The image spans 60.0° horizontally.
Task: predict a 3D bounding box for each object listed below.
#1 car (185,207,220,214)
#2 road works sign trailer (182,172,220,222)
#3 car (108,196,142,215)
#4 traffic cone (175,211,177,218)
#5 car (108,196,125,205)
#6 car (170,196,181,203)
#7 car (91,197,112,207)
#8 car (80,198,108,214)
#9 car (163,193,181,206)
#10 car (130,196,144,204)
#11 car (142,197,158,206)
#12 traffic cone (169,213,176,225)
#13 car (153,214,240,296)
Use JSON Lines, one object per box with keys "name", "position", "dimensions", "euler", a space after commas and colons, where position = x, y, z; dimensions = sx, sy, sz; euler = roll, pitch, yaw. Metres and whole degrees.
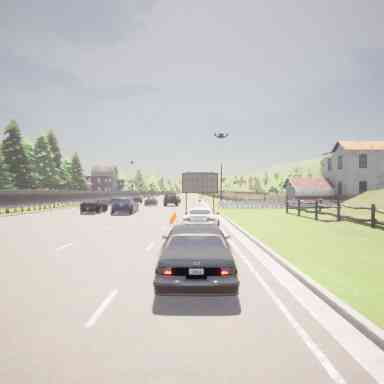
{"name": "car", "position": [0.537, 1.538, 18.438], "dimensions": [1.812, 1.442, 4.674], "euler": [0, -1, 6]}
{"name": "road works sign trailer", "position": [0.514, 0.464, 22.052], "dimensions": [2.380, 3.560, 2.880], "euler": [0, 0, -4]}
{"name": "car", "position": [-6.858, 1.353, 34.396], "dimensions": [2.097, 1.767, 4.553], "euler": [0, 0, 0]}
{"name": "traffic cone", "position": [-1.456, 1.955, 25.139], "dimensions": [0.340, 0.580, 0.340], "euler": [0, 0, 0]}
{"name": "car", "position": [-13.824, 1.478, 61.122], "dimensions": [1.882, 1.535, 5.008], "euler": [0, 0, 0]}
{"name": "car", "position": [-3.315, 1.564, 68.534], "dimensions": [1.994, 1.385, 4.181], "euler": [0, 0, 0]}
{"name": "car", "position": [-13.842, 1.564, 51.082], "dimensions": [1.994, 1.385, 4.181], "euler": [0, 0, 1]}
{"name": "car", "position": [-10.356, 1.477, 35.472], "dimensions": [1.882, 1.535, 5.008], "euler": [0, 0, 0]}
{"name": "car", "position": [-3.334, 1.221, 53.319], "dimensions": [2.150, 2.045, 5.566], "euler": [0, 0, 0]}
{"name": "car", "position": [-10.321, 1.501, 63.161], "dimensions": [1.837, 1.490, 4.892], "euler": [0, -1, 0]}
{"name": "car", "position": [-6.831, 1.547, 55.824], "dimensions": [2.033, 1.411, 5.357], "euler": [0, 0, 0]}
{"name": "traffic cone", "position": [-1.459, 1.955, 23.139], "dimensions": [0.340, 0.580, 0.340], "euler": [0, 0, 0]}
{"name": "car", "position": [0.108, 1.547, 8.782], "dimensions": [2.033, 1.411, 5.357], "euler": [0, 0, 1]}
